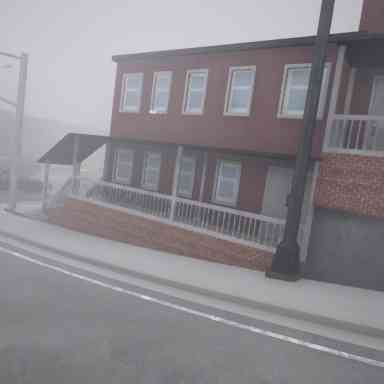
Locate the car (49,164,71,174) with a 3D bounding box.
[{"bbox_3d":[-15.852,-3.031,42.393,1.837,1.490,4.892,11,7,35],"label":"car"}]

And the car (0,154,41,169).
[{"bbox_3d":[-18.021,-2.754,33.393,2.150,2.045,5.566,11,7,36],"label":"car"}]

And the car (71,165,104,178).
[{"bbox_3d":[-12.082,-2.495,41.709,1.882,1.535,5.008,11,7,35],"label":"car"}]

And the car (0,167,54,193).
[{"bbox_3d":[-12.574,-0.718,22.980,2.033,1.411,5.357,11,7,35],"label":"car"}]
